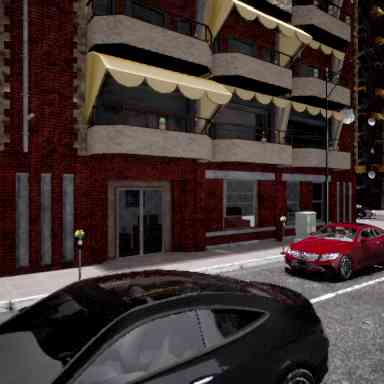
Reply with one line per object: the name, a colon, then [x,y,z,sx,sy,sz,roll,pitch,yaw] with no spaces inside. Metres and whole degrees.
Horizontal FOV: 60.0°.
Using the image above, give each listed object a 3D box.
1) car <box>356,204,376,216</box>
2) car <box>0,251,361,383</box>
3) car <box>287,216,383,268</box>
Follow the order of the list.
car: [15.520,1.806,32.910,2.128,1.511,4.902,0,-1,-36]
car: [-0.665,1.525,2.903,4.674,1.442,1.812,0,0,-35]
car: [4.569,1.582,9.867,4.206,1.307,1.802,0,0,-35]
